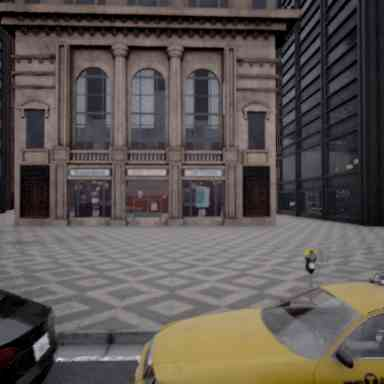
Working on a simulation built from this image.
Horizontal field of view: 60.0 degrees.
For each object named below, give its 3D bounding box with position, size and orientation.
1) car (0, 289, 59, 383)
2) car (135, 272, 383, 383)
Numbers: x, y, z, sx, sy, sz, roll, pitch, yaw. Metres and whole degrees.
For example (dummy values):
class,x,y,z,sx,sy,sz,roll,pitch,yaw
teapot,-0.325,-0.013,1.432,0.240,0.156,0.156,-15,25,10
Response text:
class,x,y,z,sx,sy,sz,roll,pitch,yaw
car,-3.621,1.622,3.344,4.313,1.339,1.947,0,-1,-2
car,1.845,1.599,3.575,4.829,1.417,1.752,0,-1,-2
